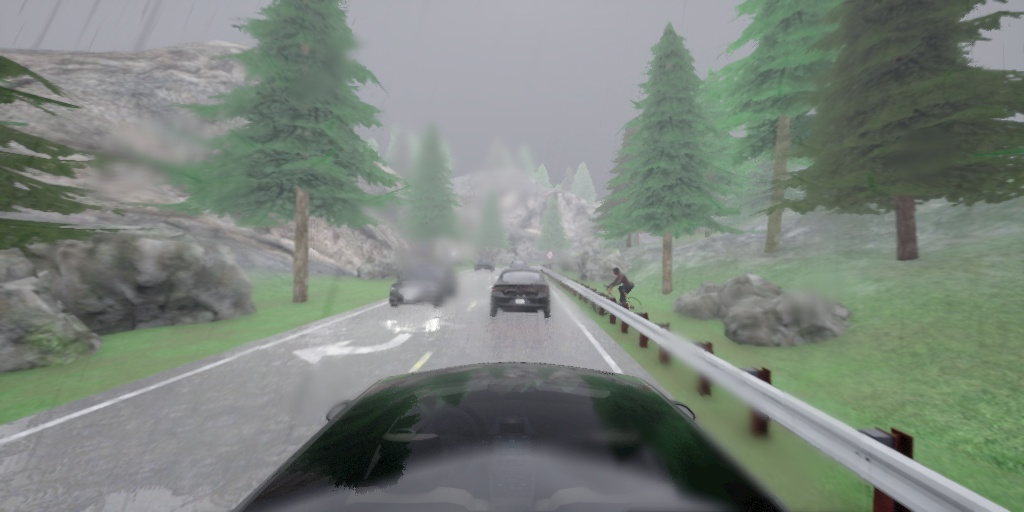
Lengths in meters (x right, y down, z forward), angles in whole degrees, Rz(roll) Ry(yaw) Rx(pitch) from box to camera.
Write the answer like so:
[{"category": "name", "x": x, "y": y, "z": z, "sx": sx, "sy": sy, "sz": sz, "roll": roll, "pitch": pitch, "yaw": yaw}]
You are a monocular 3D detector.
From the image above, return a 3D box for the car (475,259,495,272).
[{"category": "car", "x": -2.944, "y": 1.031, "z": 39.701, "sx": 1.895, "sy": 1.301, "sz": 4.718, "roll": 1, "pitch": 0, "yaw": 2}]

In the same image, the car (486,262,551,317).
[{"category": "car", "x": 0.346, "y": 1.151, "z": 12.894, "sx": 1.882, "sy": 1.535, "sz": 5.008, "roll": 1, "pitch": 0, "yaw": 2}]

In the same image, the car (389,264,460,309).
[{"category": "car", "x": -3.293, "y": 1.103, "z": 14.253, "sx": 2.128, "sy": 1.511, "sz": 4.902, "roll": 1, "pitch": 0, "yaw": 1}]

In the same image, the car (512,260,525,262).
[{"category": "car", "x": 0.667, "y": 1.067, "z": 36.581, "sx": 1.994, "sy": 1.385, "sz": 4.181, "roll": 1, "pitch": 0, "yaw": 0}]

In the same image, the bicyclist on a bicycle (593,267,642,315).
[{"category": "bicyclist on a bicycle", "x": 3.559, "y": 1.209, "z": 11.962, "sx": 1.656, "sy": 1.620, "sz": 0.582, "roll": 5, "pitch": 2, "yaw": 1}]
